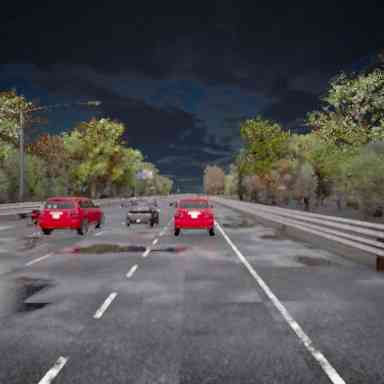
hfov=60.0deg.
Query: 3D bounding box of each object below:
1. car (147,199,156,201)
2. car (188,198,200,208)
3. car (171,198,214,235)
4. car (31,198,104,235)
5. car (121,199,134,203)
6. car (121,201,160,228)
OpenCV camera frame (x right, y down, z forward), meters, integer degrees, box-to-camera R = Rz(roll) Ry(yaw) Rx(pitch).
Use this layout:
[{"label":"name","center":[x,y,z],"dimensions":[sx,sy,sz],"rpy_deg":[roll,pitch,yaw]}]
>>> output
[{"label":"car","center":[-6.654,1.859,54.730],"dimensions":[2.033,1.411,5.357],"rpy_deg":[0,0,0]},{"label":"car","center":[0.362,1.801,57.038],"dimensions":[1.882,1.535,5.008],"rpy_deg":[0,0,0]},{"label":"car","center":[0.127,1.333,19.720],"dimensions":[2.150,2.045,5.566],"rpy_deg":[0,0,0]},{"label":"car","center":[-6.873,1.332,19.527],"dimensions":[2.150,2.045,5.566],"rpy_deg":[0,0,0]},{"label":"car","center":[-10.165,1.798,53.740],"dimensions":[2.128,1.511,4.902],"rpy_deg":[0,0,0]},{"label":"car","center":[-3.360,1.623,23.375],"dimensions":[2.128,1.511,4.902],"rpy_deg":[0,0,0]}]
